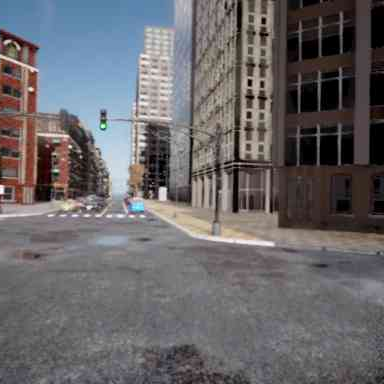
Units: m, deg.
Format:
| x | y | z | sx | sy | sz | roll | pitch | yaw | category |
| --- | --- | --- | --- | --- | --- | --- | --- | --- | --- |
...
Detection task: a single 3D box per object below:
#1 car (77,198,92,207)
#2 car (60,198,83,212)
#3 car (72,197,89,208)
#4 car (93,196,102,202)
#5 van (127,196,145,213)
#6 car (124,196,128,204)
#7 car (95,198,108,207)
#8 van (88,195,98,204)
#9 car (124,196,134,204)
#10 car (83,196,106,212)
| x | y | z | sx | sy | sz | roll | pitch | yaw | category |
| --- | --- | --- | --- | --- | --- | --- | --- | --- | --- |
| -17.973 | 1.750 | 55.657 | 1.947 | 1.339 | 4.313 | 2 | -1 | -12 | car |
| -14.428 | 1.597 | 39.207 | 1.752 | 1.417 | 4.829 | 2 | -1 | -12 | car |
| -16.800 | 1.586 | 50.231 | 1.967 | 1.590 | 4.097 | 2 | -1 | -12 | car |
| -24.987 | 1.891 | 88.218 | 1.967 | 1.590 | 4.097 | 2 | -1 | -12 | car |
| -6.757 | 1.620 | 41.033 | 1.690 | 1.788 | 3.998 | 2 | -1 | -12 | van |
| -11.441 | 1.974 | 62.741 | 1.887 | 1.381 | 4.507 | 2 | -1 | -12 | car |
| -16.331 | 1.805 | 60.088 | 1.812 | 1.442 | 4.674 | 2 | -1 | -12 | car |
| -21.475 | 1.646 | 71.941 | 1.690 | 1.788 | 3.998 | 2 | -1 | -12 | van |
| -14.945 | 1.870 | 79.028 | 2.192 | 1.841 | 5.009 | 2 | -1 | -12 | car |
| -12.060 | 1.631 | 40.085 | 2.128 | 1.511 | 4.902 | 2 | -1 | -10 | car |
